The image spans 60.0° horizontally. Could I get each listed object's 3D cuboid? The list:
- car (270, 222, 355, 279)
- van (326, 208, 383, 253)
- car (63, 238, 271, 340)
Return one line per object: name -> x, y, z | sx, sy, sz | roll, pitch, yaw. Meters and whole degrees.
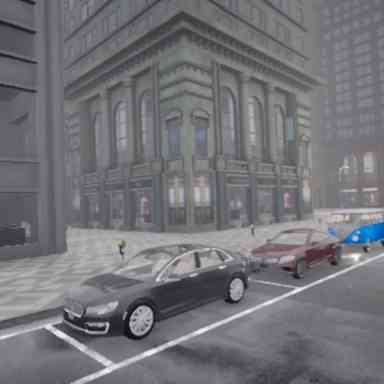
car -> 3.554, 1.887, 11.059 | 4.206, 1.307, 1.802 | 0, -3, -44
van -> 7.566, 1.656, 15.018 | 3.998, 1.788, 1.690 | 0, -3, -44
car -> -0.469, 1.846, 7.110 | 4.403, 1.369, 2.008 | 0, -3, -44
